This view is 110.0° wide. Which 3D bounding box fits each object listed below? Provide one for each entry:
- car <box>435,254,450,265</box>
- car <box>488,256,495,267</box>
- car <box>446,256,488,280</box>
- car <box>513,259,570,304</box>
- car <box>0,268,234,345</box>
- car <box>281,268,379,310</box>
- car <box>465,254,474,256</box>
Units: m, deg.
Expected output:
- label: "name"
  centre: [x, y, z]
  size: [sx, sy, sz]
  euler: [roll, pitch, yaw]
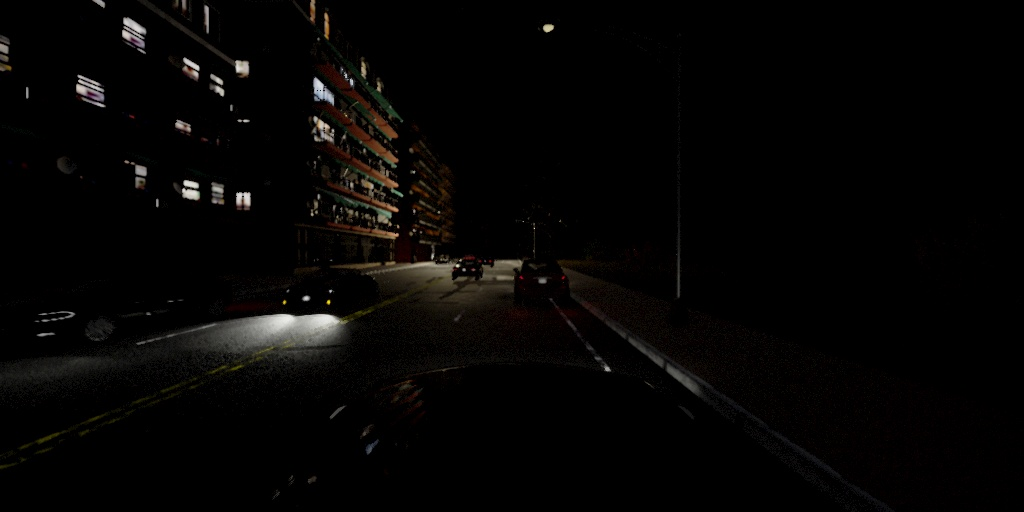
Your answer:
- label: "car"
  centre: [-9.899, 0.521, 51.882]
  size: [1.837, 1.490, 4.892]
  euler: [0, 1, 0]
- label: "car"
  centre: [-3.202, 0.660, 45.317]
  size: [2.033, 1.411, 5.357]
  euler: [0, 1, 0]
- label: "car"
  centre: [-3.177, 0.940, 26.241]
  size: [2.033, 1.411, 5.357]
  euler: [0, 1, 0]
- label: "car"
  centre: [1.122, 0.904, 15.276]
  size: [2.097, 1.767, 4.553]
  euler: [0, 1, 0]
- label: "car"
  centre: [-9.857, 1.117, 9.377]
  size: [1.882, 1.535, 5.008]
  euler: [0, 1, 0]
- label: "car"
  centre: [-6.613, 1.143, 13.506]
  size: [1.994, 1.385, 4.181]
  euler: [0, 1, 0]
- label: "car"
  centre: [-6.643, 0.481, 56.017]
  size: [1.812, 1.442, 4.674]
  euler: [0, 1, 0]
